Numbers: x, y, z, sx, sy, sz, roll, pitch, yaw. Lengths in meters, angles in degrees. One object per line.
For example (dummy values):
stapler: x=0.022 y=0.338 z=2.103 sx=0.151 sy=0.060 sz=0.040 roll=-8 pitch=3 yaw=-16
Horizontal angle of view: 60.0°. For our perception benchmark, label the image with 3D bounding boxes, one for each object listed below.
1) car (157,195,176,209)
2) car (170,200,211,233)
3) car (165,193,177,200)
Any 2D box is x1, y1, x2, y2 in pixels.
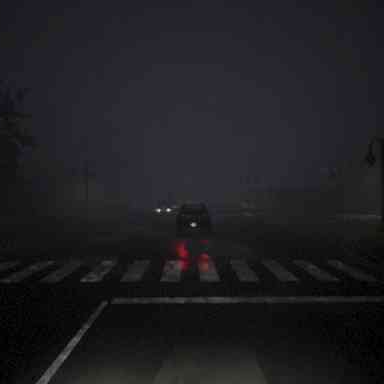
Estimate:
car: x=-3.621 y=1.489 z=45.029 sx=2.033 sy=1.411 sz=5.357 roll=0 pitch=0 yaw=0
car: x=0.078 y=1.417 z=19.097 sx=2.128 sy=1.511 sz=4.902 roll=0 pitch=0 yaw=0
car: x=-3.603 y=1.148 z=55.601 sx=2.150 sy=2.045 sz=5.566 roll=0 pitch=0 yaw=0
